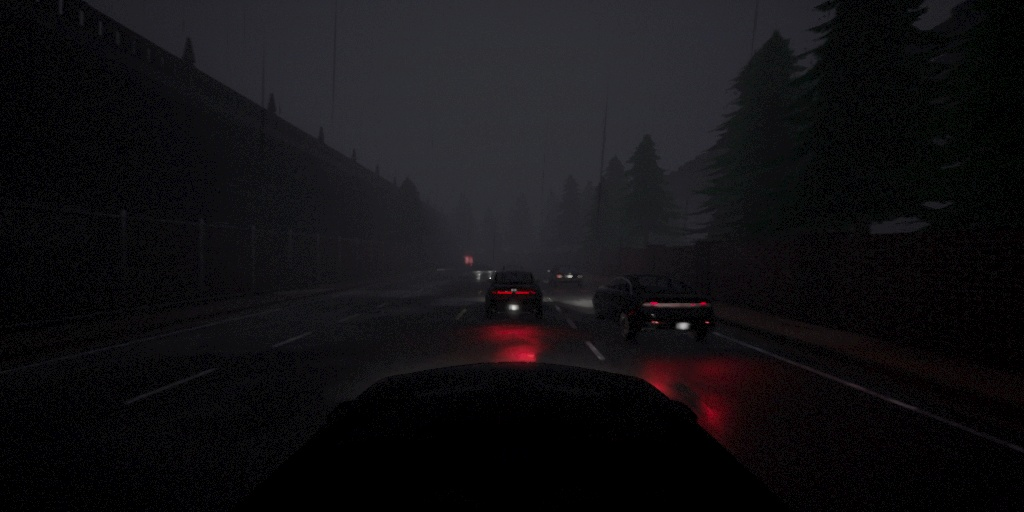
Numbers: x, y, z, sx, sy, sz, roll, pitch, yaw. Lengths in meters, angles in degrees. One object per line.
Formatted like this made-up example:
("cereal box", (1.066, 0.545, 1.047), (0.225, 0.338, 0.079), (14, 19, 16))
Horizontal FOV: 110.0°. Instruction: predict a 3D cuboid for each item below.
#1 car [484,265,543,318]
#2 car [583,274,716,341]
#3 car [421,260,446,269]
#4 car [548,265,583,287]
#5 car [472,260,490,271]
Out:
("car", (0.073, 1.250, 12.957), (1.837, 1.490, 4.892), (0, 0, 0))
("car", (3.551, 1.237, 9.840), (2.128, 1.511, 4.902), (0, 0, 0))
("car", (-12.760, 1.272, 55.230), (5.357, 1.411, 2.033), (0, 0, 31))
("car", (3.548, 1.286, 24.301), (2.033, 1.411, 5.357), (0, 0, 0))
("car", (-4.178, 1.252, 49.194), (1.812, 1.442, 4.674), (1, 0, -18))
